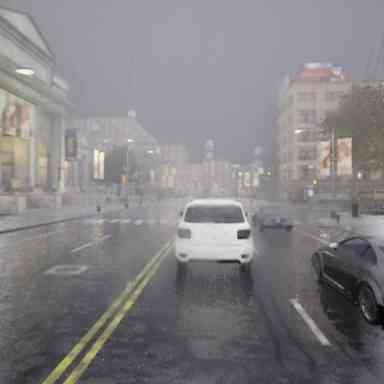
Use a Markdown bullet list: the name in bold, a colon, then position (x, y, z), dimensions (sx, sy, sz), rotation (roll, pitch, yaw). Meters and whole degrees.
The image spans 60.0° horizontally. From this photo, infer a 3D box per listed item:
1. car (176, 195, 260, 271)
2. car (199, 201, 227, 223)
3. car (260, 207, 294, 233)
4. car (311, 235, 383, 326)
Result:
- **car**: position (0.728, 1.254, 11.194), dimensions (2.150, 2.045, 5.566), rotation (0, 0, 3)
- **car**: position (1.753, 1.569, 27.528), dimensions (2.128, 1.511, 4.902), rotation (0, 0, 4)
- **car**: position (4.809, 1.618, 20.442), dimensions (2.033, 1.411, 5.357), rotation (0, 0, 4)
- **car**: position (4.028, 1.597, 7.066), dimensions (1.994, 1.385, 4.181), rotation (0, 0, 3)
